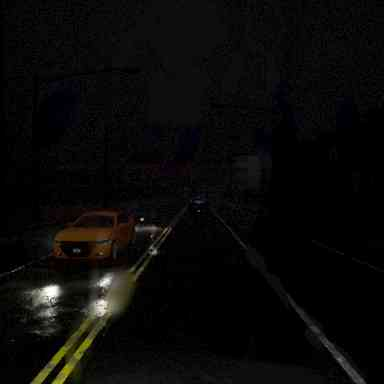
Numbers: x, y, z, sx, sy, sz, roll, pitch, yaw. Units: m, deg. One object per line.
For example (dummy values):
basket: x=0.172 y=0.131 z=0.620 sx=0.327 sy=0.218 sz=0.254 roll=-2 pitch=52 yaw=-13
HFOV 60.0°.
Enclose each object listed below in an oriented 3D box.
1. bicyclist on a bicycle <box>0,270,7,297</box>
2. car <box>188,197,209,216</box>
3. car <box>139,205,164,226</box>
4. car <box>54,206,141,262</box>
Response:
bicyclist on a bicycle: x=-4.661 y=1.455 z=6.893 sx=1.656 sy=1.620 sz=0.582 roll=-2 pitch=0 yaw=1
car: x=0.668 y=1.492 z=32.364 sx=2.128 sy=1.511 sz=4.902 roll=0 pitch=0 yaw=1
car: x=-3.119 y=1.564 z=23.058 sx=1.994 sy=1.385 sz=4.181 roll=0 pitch=0 yaw=2
car: x=-3.391 y=1.478 z=12.420 sx=1.882 sy=1.535 sz=5.008 roll=0 pitch=0 yaw=1
